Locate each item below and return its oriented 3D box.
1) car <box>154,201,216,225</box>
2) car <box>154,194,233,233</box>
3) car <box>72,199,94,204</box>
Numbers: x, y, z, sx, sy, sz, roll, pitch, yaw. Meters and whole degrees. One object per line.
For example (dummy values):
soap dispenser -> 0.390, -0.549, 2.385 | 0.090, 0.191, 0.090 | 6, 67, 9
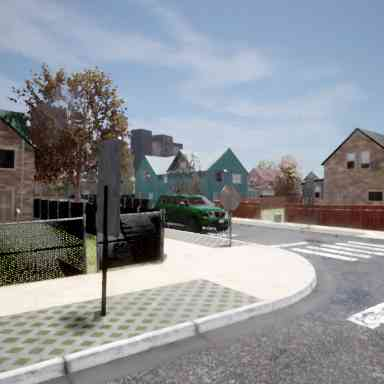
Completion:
car -> -0.617, 1.470, 24.494 | 2.128, 1.511, 4.902 | 2, -1, -36
car -> -0.127, 1.144, 19.200 | 2.150, 2.045, 5.566 | 2, -1, -37
car -> -11.514, 1.395, 34.459 | 2.033, 1.411, 5.357 | 2, -1, -37
